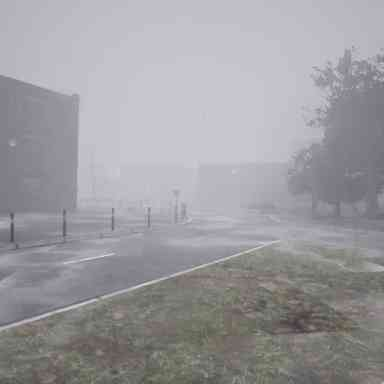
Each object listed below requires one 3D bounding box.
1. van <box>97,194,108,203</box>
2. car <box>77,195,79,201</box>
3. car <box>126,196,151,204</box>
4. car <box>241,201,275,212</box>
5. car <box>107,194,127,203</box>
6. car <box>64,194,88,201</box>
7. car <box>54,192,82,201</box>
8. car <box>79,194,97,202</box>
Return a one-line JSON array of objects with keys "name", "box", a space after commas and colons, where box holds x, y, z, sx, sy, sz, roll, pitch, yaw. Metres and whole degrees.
[{"name": "van", "box": [-17.276, 1.353, 70.560, 1.878, 1.987, 4.442, 1, -1, 31]}, {"name": "car", "box": [-24.348, 1.390, 74.987, 2.097, 1.535, 5.008, 2, 0, 31]}, {"name": "car", "box": [-10.111, 1.764, 66.296, 2.163, 1.488, 4.792, 1, -1, 31]}, {"name": "car", "box": [9.683, 2.039, 48.848, 5.008, 1.535, 1.882, 1, 0, 15]}, {"name": "car", "box": [-14.718, 1.514, 69.174, 2.185, 1.767, 4.553, 1, -1, 31]}, {"name": "car", "box": [-26.609, 1.329, 76.377, 2.231, 1.521, 4.892, 2, 0, 31]}, {"name": "car", "box": [-28.961, 1.011, 77.842, 2.435, 2.045, 5.566, 2, 0, 31]}, {"name": "car", "box": [-21.845, 1.333, 73.510, 2.185, 1.767, 4.553, 2, 0, 31]}]
